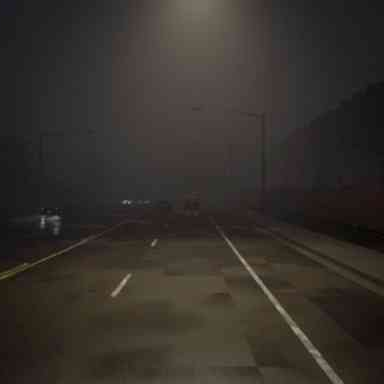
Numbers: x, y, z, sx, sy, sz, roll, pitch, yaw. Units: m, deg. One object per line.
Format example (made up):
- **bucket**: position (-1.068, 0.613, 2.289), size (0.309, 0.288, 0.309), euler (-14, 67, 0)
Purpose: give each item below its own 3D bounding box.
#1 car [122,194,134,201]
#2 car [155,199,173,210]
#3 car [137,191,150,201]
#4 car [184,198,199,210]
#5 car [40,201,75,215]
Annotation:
- **car**: position (-14.053, 1.128, 73.190), size (2.128, 1.511, 4.902), euler (0, 1, 0)
- **car**: position (-3.526, 1.549, 42.180), size (1.994, 1.385, 4.181), euler (0, 1, 0)
- **car**: position (-10.553, 0.842, 72.784), size (2.150, 2.045, 5.566), euler (0, 1, 0)
- **car**: position (-0.026, 1.479, 42.059), size (2.128, 1.511, 4.902), euler (0, 1, 0)
- **car**: position (-14.040, 1.666, 34.922), size (1.895, 1.301, 4.718), euler (0, 1, 0)
